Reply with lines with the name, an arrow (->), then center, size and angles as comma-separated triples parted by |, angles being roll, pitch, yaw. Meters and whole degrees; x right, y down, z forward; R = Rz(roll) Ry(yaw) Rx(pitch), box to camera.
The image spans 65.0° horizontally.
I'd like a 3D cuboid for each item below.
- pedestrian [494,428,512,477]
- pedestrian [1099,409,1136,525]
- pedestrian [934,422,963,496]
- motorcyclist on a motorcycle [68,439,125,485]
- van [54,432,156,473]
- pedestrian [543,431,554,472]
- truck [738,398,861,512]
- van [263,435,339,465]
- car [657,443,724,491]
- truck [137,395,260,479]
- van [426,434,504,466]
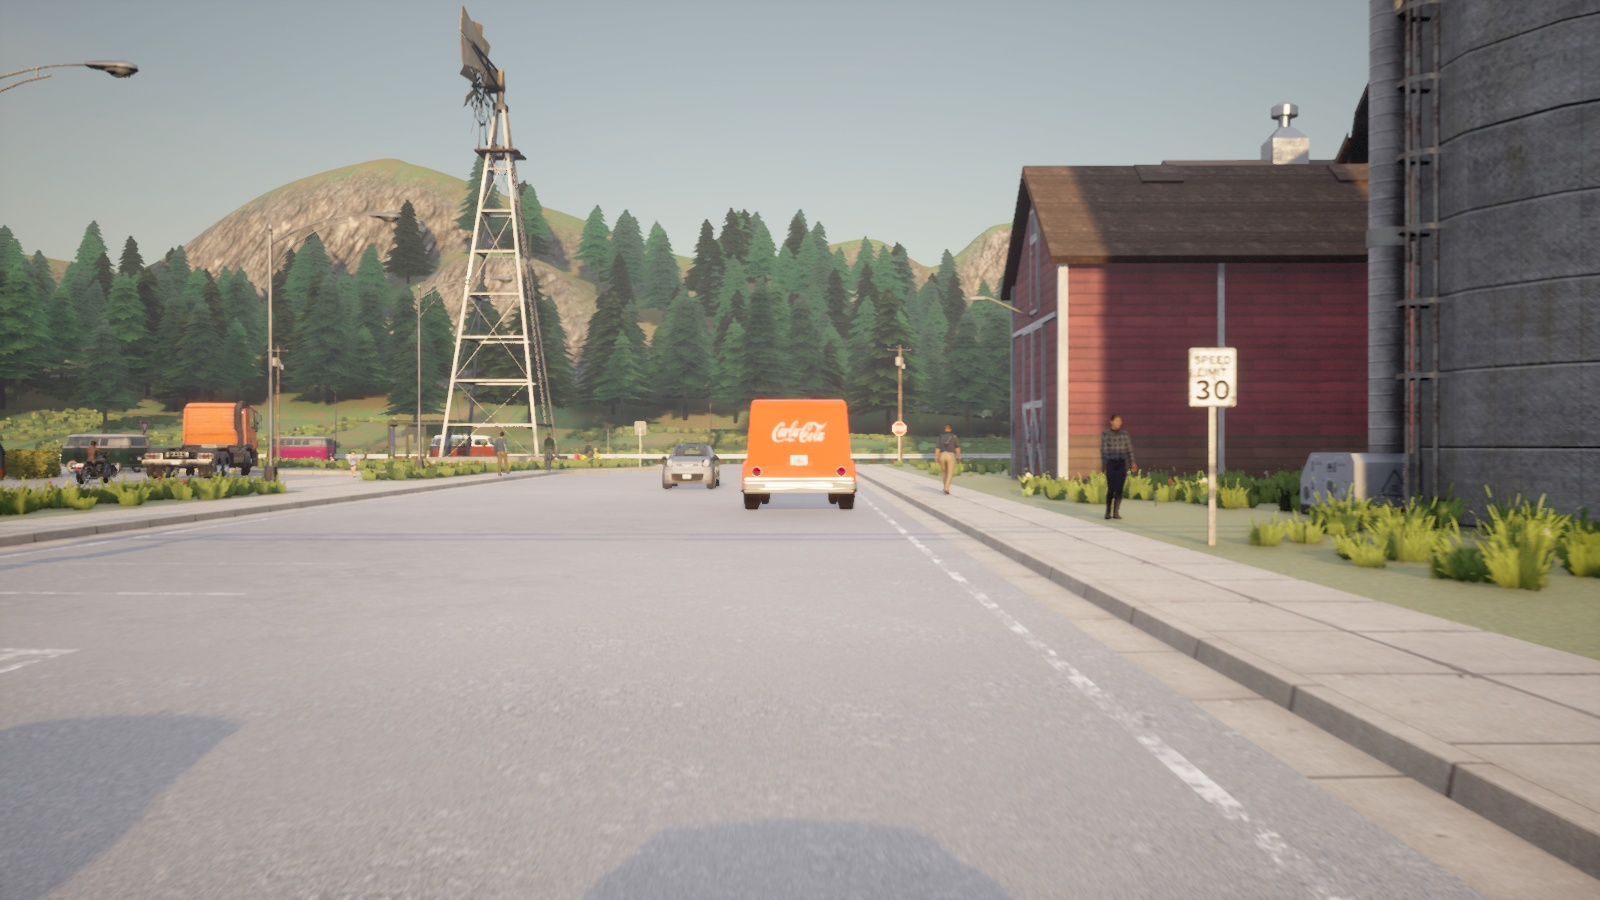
pedestrian -> -11.930, 0.109, 50.467 | 0.423, 1.949, 0.788 | 0, 0, 11
pedestrian -> 5.435, 0.280, 21.504 | 0.423, 1.949, 0.788 | 0, 0, 0
pedestrian -> 3.754, 0.226, 31.780 | 0.540, 1.848, 0.694 | 0, 0, 24
motorcyclist on a motorcycle -> -25.910, 0.417, 46.284 | 0.766, 1.649, 2.350 | 0, 0, 0
van -> -34.924, 0.117, 63.120 | 4.442, 1.987, 1.775 | 0, 0, 14
pedestrian -> -11.586, 0.067, 57.859 | 0.353, 1.847, 0.614 | 0, 0, 0
truck -> -0.010, 0.093, 29.594 | 2.627, 2.467, 5.204 | 0, 0, 0
van -> -34.134, -0.011, 85.977 | 4.442, 1.987, 1.775 | 0, 0, 1
car -> -3.518, 0.527, 40.912 | 1.845, 1.501, 3.633 | 0, 0, 0
truck -> -26.470, -0.569, 55.694 | 2.891, 3.462, 7.936 | 0, 0, -10
van -> -21.917, -0.010, 82.269 | 4.480, 2.038, 2.069 | 0, 0, 1
